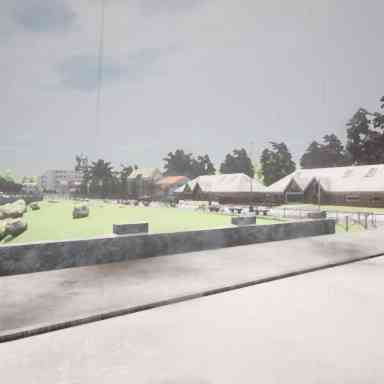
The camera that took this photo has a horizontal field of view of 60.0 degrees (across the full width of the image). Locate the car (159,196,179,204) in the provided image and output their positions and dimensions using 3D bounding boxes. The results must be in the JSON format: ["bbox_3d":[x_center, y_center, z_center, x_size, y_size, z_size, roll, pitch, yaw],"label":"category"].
[{"bbox_3d":[-4.211,1.491,60.696,2.128,1.511,4.902,0,0,-35],"label":"car"}]

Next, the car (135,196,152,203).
[{"bbox_3d":[-10.097,1.502,68.969,1.837,1.490,4.892,0,0,-35],"label":"car"}]
